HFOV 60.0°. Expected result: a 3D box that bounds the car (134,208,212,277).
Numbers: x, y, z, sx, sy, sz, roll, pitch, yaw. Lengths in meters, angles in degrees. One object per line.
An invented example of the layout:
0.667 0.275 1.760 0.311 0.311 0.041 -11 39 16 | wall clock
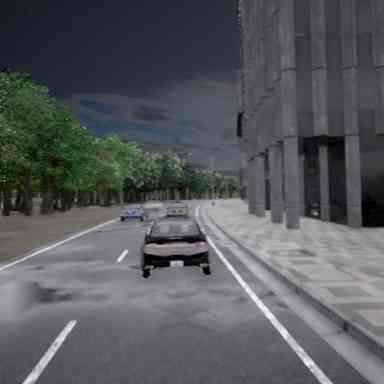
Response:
-0.522 1.512 10.399 2.128 1.511 4.902 -1 0 -4 | car

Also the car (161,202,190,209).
-1.164 1.561 28.483 2.033 1.411 5.357 -1 0 0 | car

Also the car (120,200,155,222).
-4.725 1.650 28.043 2.033 1.411 5.357 -1 0 0 | car

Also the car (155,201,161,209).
-4.734 1.680 40.343 1.895 1.301 4.718 -1 0 3 | car
